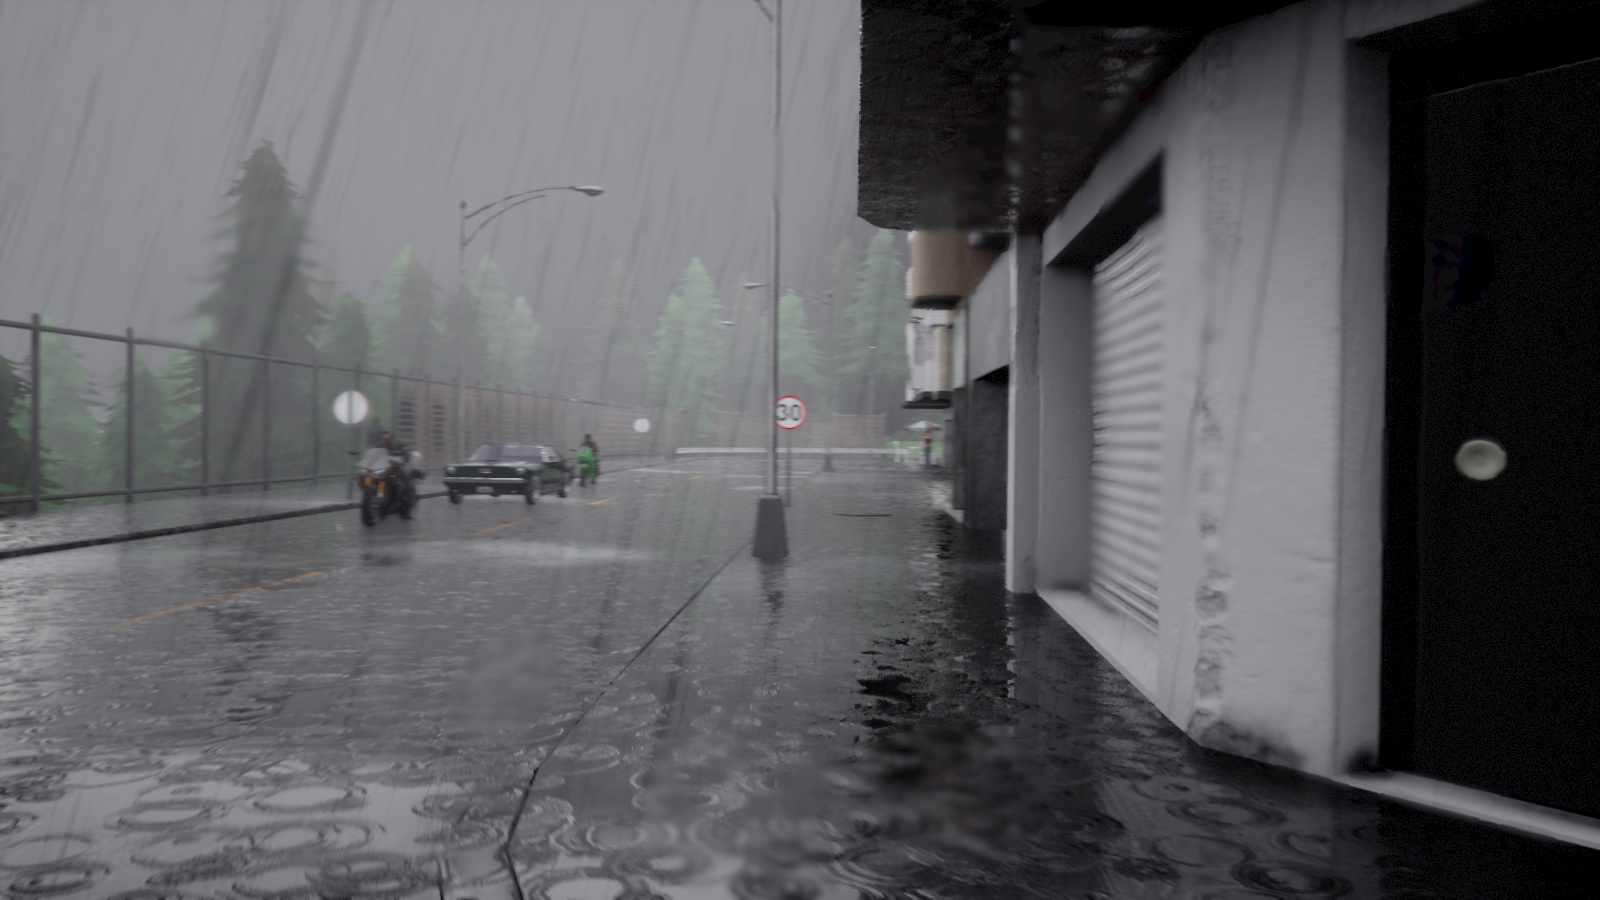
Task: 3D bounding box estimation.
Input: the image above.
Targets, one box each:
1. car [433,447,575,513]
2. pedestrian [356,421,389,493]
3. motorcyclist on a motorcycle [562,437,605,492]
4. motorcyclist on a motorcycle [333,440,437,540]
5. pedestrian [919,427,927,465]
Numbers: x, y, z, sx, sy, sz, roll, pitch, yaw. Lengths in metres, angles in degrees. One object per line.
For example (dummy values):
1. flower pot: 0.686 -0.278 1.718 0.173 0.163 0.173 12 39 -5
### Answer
1. car: -6.460 0.599 27.951 1.895 1.301 4.718 0 1 2
2. pedestrian: -11.467 0.183 33.712 0.563 1.883 0.849 0 1 1
3. motorcyclist on a motorcycle: -6.169 0.400 35.904 0.797 1.523 2.044 0 1 2
4. motorcyclist on a motorcycle: -6.719 0.609 20.449 0.866 1.530 2.191 0 1 3
5. pedestrian: 6.001 -0.177 61.079 0.345 1.836 0.594 0 1 2
